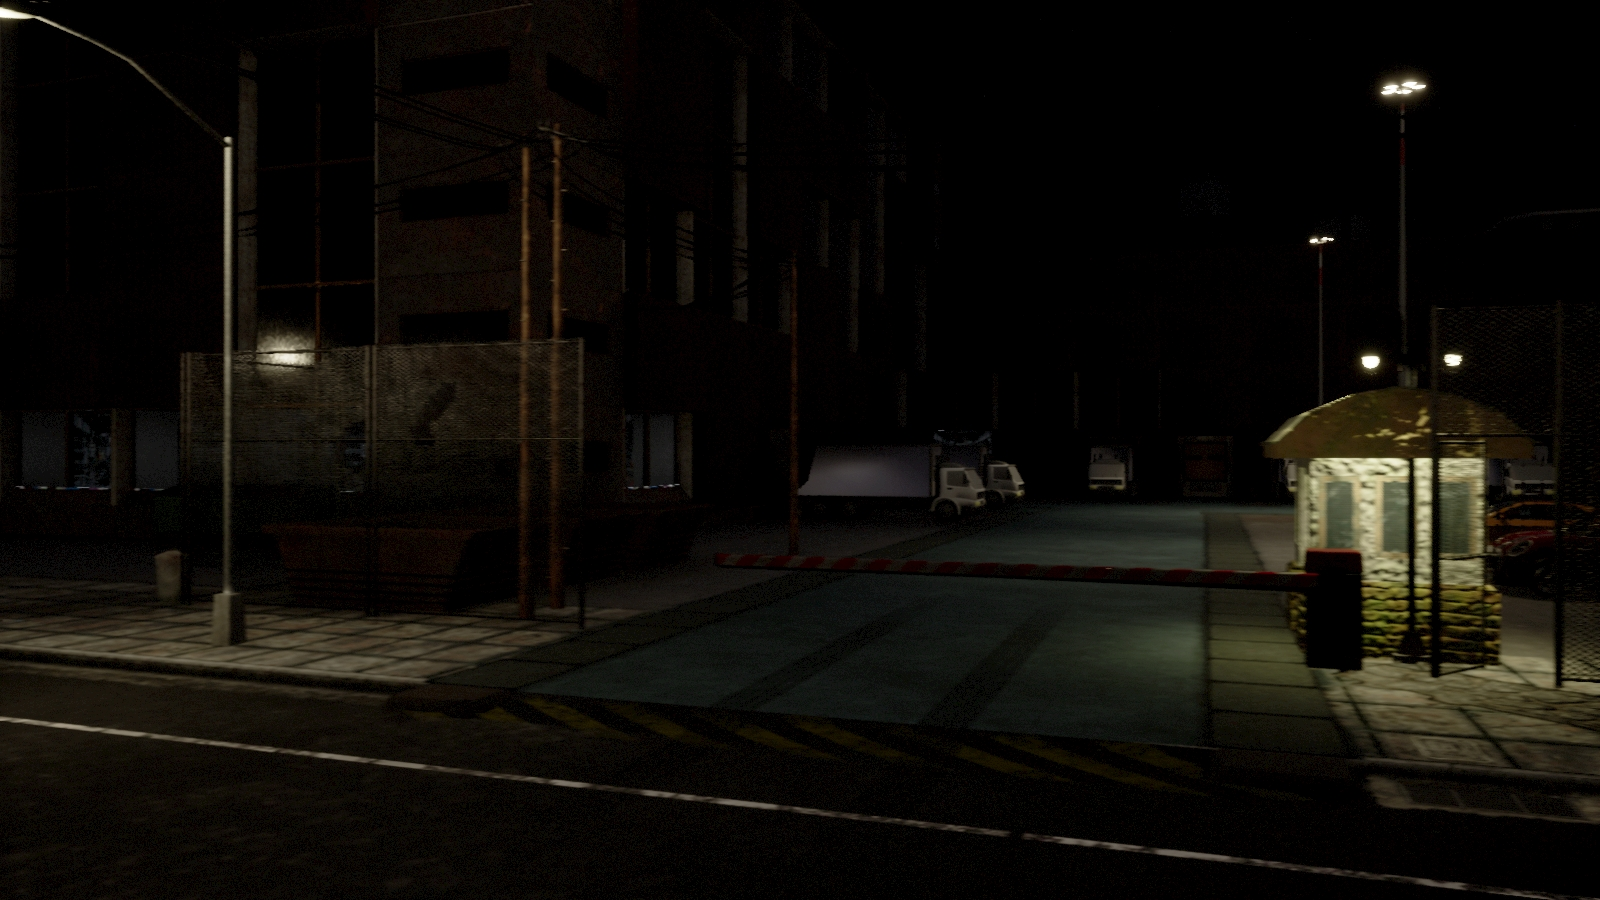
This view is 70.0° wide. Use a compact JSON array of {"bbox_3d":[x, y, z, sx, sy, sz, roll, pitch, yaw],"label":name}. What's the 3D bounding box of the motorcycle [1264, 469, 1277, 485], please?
[{"bbox_3d":[37.949,2.182,92.103,0.856,1.236,1.805,0,0,19],"label":"motorcycle"}]
